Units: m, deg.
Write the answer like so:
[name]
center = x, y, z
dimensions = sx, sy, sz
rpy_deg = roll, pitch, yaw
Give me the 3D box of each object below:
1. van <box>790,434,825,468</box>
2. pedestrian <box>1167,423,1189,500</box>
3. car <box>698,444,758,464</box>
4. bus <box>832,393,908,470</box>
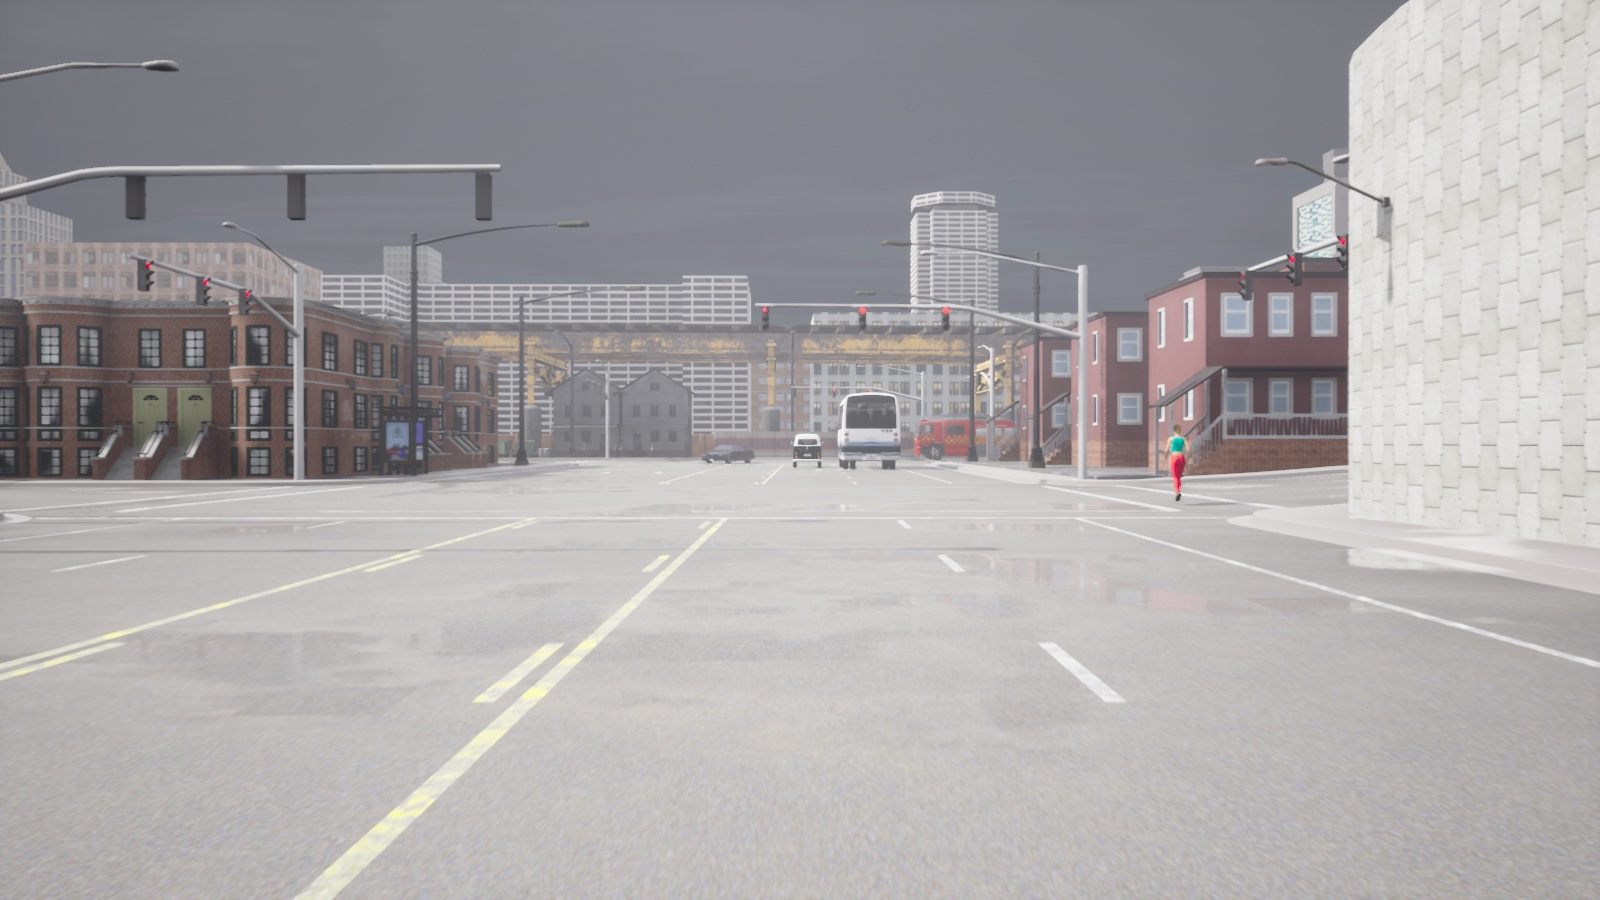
[van]
center = 0.449, 0.041, 76.151
dimensions = 2.069, 2.038, 4.480
rpy_deg = 0, 0, 0
[pedestrian]
center = 9.078, 0.276, 30.150
dimensions = 0.345, 1.836, 0.594
rpy_deg = 0, 0, 1
[car]
center = -5.154, 0.279, 90.596
dimensions = 2.033, 1.411, 5.357
rpy_deg = 0, 0, 24
[bus]
center = 3.936, -1.043, 73.793
dimensions = 3.944, 4.253, 10.273
rpy_deg = 0, 0, 0
